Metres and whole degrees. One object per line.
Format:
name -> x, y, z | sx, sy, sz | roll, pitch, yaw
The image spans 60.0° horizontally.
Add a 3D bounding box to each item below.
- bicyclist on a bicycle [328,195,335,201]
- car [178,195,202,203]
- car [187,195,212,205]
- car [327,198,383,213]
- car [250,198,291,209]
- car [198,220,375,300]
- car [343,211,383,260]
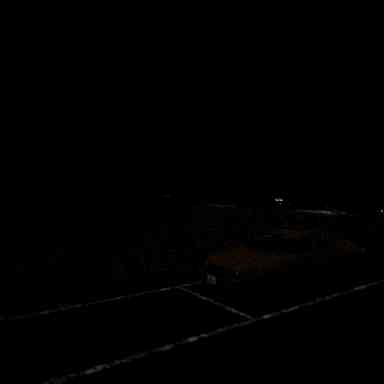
bicyclist on a bicycle -> 16.341, 1.142, 38.932 | 1.656, 1.620, 0.582 | 0, 0, -34
car -> -0.455, 1.180, 57.981 | 1.895, 1.301, 4.718 | 1, 0, -34
car -> 1.192, 1.182, 50.037 | 1.994, 1.385, 4.181 | 1, 0, -34
car -> 14.732, 1.328, 30.237 | 2.128, 1.511, 4.902 | 1, 0, -34
car -> 9.053, 1.347, 38.529 | 1.895, 1.301, 4.718 | 1, 0, -34
car -> 2.395, 1.523, 8.369 | 4.829, 1.417, 1.752 | 0, 1, -35
car -> 7.156, 1.541, 11.672 | 4.507, 1.381, 1.887 | 0, 1, -35
